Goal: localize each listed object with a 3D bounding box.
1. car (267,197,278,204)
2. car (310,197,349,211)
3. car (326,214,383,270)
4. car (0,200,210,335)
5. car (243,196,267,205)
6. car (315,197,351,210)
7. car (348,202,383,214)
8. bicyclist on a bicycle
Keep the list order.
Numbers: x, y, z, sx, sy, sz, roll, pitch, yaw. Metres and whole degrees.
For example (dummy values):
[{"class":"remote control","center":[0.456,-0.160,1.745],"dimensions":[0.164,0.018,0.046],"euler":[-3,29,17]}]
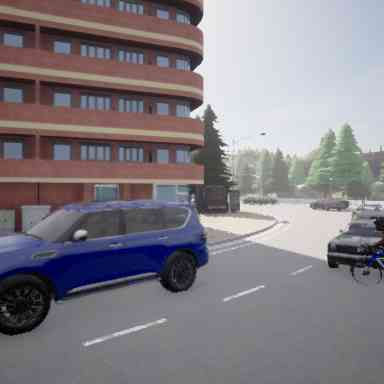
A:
[{"class":"car","center":[13.576,1.547,61.250],"dimensions":[2.033,1.411,5.357],"euler":[0,0,-20]},{"class":"car","center":[16.573,1.547,40.917],"dimensions":[2.033,1.411,5.357],"euler":[0,0,-10]},{"class":"car","center":[5.744,1.601,10.586],"dimensions":[1.895,1.301,4.718],"euler":[0,0,35]},{"class":"car","center":[-2.066,1.221,7.181],"dimensions":[5.566,2.045,2.150],"euler":[0,0,-42]},{"class":"car","center":[10.765,1.505,58.969],"dimensions":[1.837,1.490,4.892],"euler":[0,0,-20]},{"class":"car","center":[19.003,1.478,45.038],"dimensions":[1.882,1.535,5.008],"euler":[0,0,-14]},{"class":"car","center":[12.020,1.564,22.294],"dimensions":[1.994,1.385,4.181],"euler":[0,0,18]},{"class":"bicyclist on a bicycle","center":[4.513,1.455,7.632],"dimensions":[1.656,1.620,0.582],"euler":[-3,-2,41]}]
